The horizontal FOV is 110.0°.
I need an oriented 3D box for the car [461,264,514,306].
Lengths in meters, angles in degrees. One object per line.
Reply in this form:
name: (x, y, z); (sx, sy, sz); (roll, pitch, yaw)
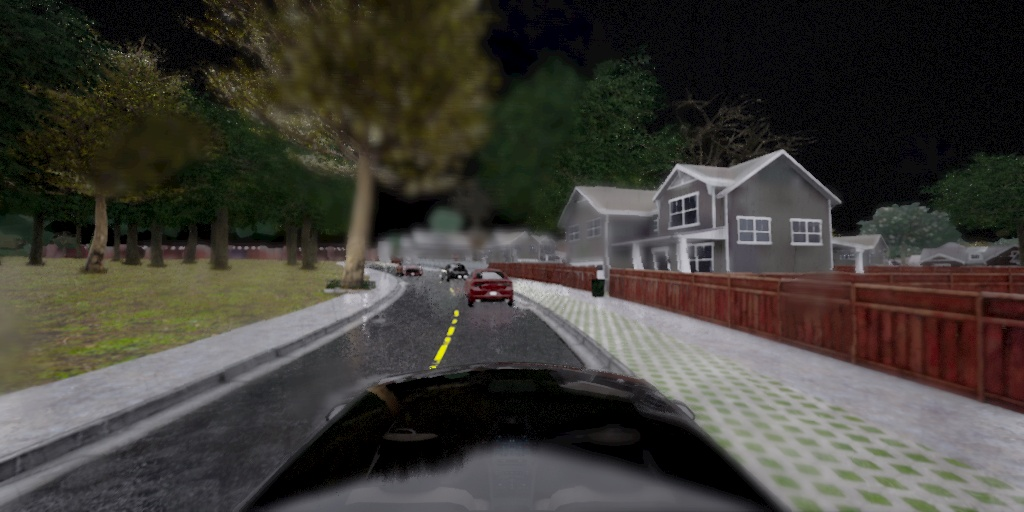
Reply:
car: (-1.165, 1.325, 16.541); (1.882, 1.535, 5.008); (0, 0, -10)

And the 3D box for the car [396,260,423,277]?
car: (-10.840, 1.199, 37.759); (2.097, 1.767, 4.553); (1, 0, -26)

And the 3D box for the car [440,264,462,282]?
car: (-5.037, 1.413, 31.120); (1.837, 1.490, 4.892); (1, 0, -20)
